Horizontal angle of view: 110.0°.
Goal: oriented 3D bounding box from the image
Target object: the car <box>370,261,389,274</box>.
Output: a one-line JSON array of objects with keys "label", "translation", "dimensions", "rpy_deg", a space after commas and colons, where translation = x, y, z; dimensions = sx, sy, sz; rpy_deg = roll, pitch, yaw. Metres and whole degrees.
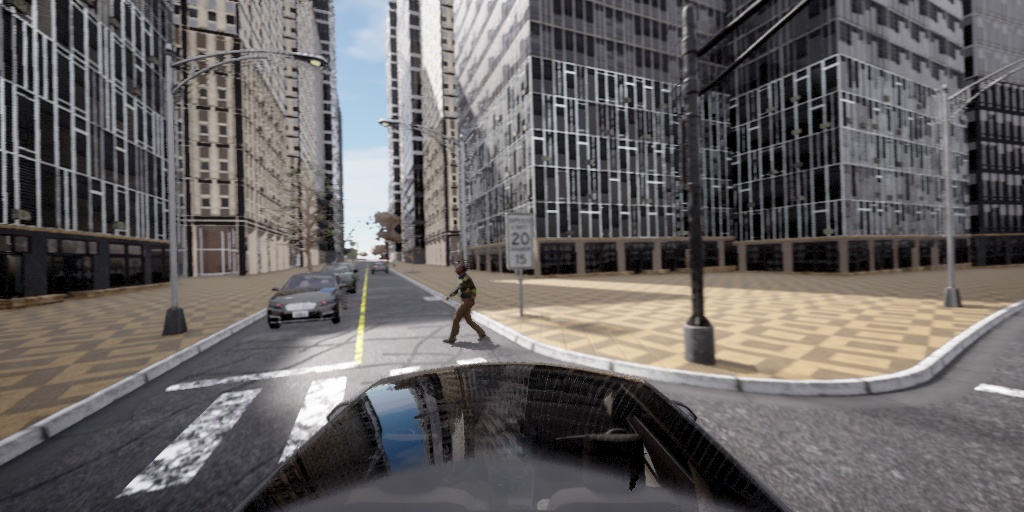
[{"label": "car", "translation": [-15.760, 1.346, 42.760], "dimensions": [2.128, 1.511, 4.902], "rpy_deg": [-2, 0, -22]}]

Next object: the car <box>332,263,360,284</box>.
[{"label": "car", "translation": [-13.918, 1.391, 30.268], "dimensions": [1.837, 1.490, 4.892], "rpy_deg": [-2, 0, -22]}]

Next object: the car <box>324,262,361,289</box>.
[{"label": "car", "translation": [-10.073, 1.203, 20.645], "dimensions": [2.097, 1.767, 4.553], "rpy_deg": [-2, 0, -22]}]

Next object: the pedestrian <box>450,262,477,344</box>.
[{"label": "pedestrian", "translation": [-1.084, 1.000, 7.976], "dimensions": [0.375, 1.860, 0.375], "rpy_deg": [-1, -1, -22]}]

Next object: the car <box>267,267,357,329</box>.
[{"label": "car", "translation": [-6.575, 1.309, 11.945], "dimensions": [2.128, 1.511, 4.902], "rpy_deg": [-2, 0, -21]}]
